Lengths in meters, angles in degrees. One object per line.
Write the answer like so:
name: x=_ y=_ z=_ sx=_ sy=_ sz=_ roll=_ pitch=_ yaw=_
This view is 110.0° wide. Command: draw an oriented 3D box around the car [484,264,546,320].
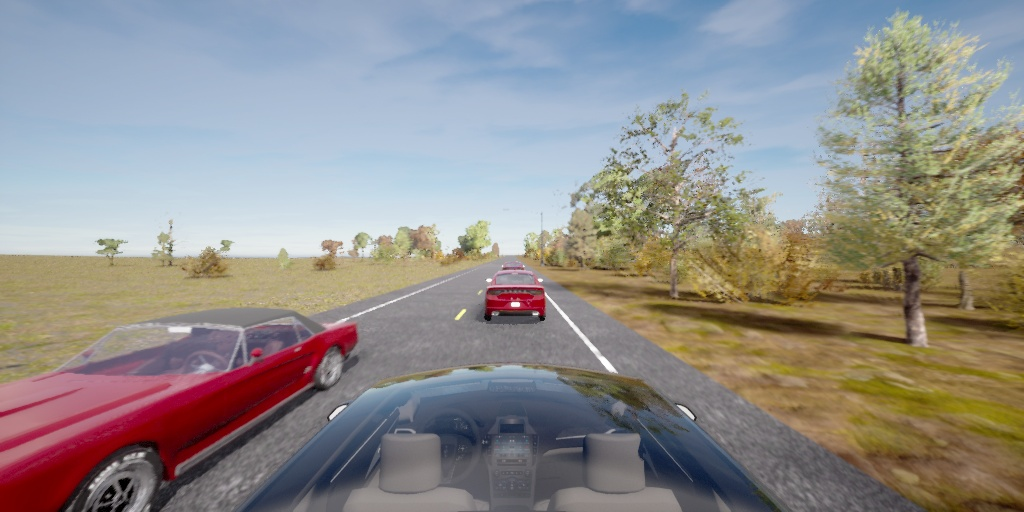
car: x=0.101 y=1.227 z=12.680 sx=1.882 sy=1.535 sz=5.008 roll=0 pitch=0 yaw=0

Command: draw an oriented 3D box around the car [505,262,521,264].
car: x=0.105 y=1.215 z=31.049 sx=1.882 sy=1.535 sz=5.008 roll=0 pitch=0 yaw=0

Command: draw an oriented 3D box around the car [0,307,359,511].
car: x=-3.595 y=1.351 z=4.010 sx=1.895 sy=1.301 sz=4.718 roll=0 pitch=0 yaw=0
